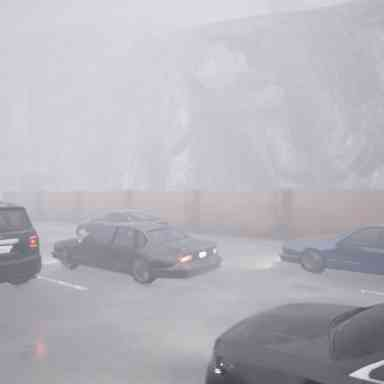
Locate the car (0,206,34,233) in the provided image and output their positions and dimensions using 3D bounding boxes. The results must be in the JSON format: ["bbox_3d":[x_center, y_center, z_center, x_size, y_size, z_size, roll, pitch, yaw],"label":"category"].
[{"bbox_3d":[-12.709,1.654,21.616,5.357,1.411,2.033,0,0,35],"label":"car"}]

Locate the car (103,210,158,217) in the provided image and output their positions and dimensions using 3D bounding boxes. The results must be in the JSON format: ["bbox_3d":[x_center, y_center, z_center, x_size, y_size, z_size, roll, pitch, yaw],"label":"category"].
[{"bbox_3d":[-3.173,1.557,14.833,4.892,1.490,1.837,0,0,35],"label":"car"}]

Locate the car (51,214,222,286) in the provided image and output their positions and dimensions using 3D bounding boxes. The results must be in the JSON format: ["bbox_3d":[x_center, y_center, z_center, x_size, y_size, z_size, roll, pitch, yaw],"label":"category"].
[{"bbox_3d":[-1.786,1.579,9.549,5.357,1.411,2.033,0,0,35],"label":"car"}]

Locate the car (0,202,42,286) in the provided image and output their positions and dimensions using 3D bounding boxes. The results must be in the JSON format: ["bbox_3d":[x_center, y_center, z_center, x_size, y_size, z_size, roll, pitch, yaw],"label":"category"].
[{"bbox_3d":[-6.022,1.268,8.268,5.566,2.045,2.150,0,0,35],"label":"car"}]

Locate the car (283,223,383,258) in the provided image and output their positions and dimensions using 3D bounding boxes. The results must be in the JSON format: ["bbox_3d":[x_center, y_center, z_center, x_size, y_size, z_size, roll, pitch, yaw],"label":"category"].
[{"bbox_3d":[5.177,1.551,8.904,5.357,1.411,2.033,0,0,35],"label":"car"}]

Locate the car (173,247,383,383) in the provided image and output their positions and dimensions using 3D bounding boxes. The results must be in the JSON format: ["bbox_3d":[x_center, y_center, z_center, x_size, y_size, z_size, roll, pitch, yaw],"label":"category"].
[{"bbox_3d":[2.382,1.502,2.348,4.892,1.490,1.837,0,0,35],"label":"car"}]
